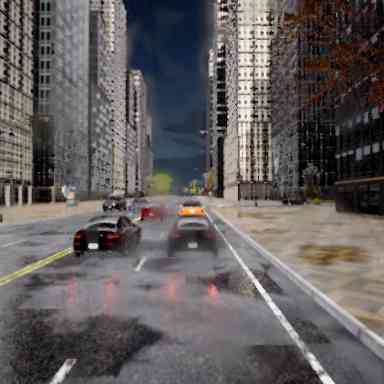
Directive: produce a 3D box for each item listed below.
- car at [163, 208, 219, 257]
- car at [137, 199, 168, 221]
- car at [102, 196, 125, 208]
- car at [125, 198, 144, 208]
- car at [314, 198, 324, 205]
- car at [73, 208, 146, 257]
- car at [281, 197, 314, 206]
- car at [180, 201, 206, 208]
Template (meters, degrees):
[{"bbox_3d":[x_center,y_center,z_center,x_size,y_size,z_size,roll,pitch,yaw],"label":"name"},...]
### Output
[{"bbox_3d":[0.051,1.602,13.251,1.812,1.442,4.674,0,0,1],"label":"car"},{"bbox_3d":[-3.194,1.643,28.732,1.882,1.535,5.008,0,0,0],"label":"car"},{"bbox_3d":[-9.782,1.469,42.538,2.150,2.045,5.566,0,-1,1],"label":"car"},{"bbox_3d":[-6.545,1.591,41.436,2.097,1.767,4.553,0,0,1],"label":"car"},{"bbox_3d":[21.966,1.699,62.053,4.829,1.417,1.752,-1,-1,-1],"label":"car"},{"bbox_3d":[-3.201,1.602,13.139,1.812,1.442,4.674,0,0,1],"label":"car"},{"bbox_3d":[16.684,1.591,53.605,4.403,1.369,2.008,-1,-1,-1],"label":"car"},{"bbox_3d":[0.046,1.510,27.452,2.097,1.767,4.553,0,0,1],"label":"car"}]
